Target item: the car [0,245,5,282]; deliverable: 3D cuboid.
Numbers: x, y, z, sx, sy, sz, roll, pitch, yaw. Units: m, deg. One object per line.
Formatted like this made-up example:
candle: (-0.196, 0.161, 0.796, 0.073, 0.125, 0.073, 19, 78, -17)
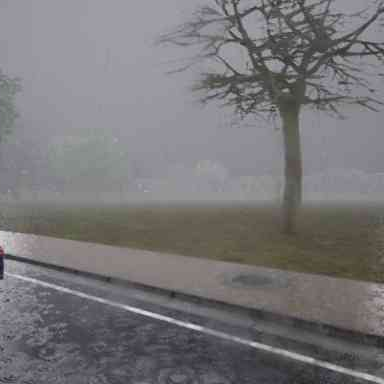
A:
car: (-6.484, 1.503, 8.184, 4.792, 1.488, 2.163, 0, 0, 35)
